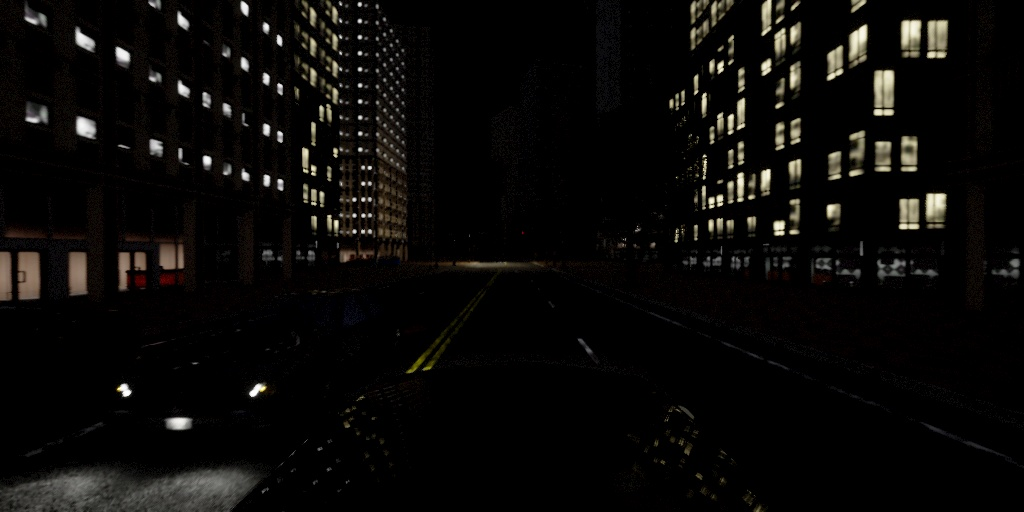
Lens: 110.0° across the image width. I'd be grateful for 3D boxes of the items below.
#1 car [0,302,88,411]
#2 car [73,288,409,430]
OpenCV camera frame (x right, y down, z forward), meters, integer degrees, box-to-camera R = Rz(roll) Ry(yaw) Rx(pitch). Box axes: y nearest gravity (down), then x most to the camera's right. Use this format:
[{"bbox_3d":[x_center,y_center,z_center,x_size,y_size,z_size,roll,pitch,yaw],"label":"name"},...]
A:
[{"bbox_3d":[-6.601,1.244,3.408,2.128,1.511,4.902,0,0,0],"label":"car"},{"bbox_3d":[-3.350,1.301,6.266,2.033,1.411,5.357,0,0,0],"label":"car"}]
